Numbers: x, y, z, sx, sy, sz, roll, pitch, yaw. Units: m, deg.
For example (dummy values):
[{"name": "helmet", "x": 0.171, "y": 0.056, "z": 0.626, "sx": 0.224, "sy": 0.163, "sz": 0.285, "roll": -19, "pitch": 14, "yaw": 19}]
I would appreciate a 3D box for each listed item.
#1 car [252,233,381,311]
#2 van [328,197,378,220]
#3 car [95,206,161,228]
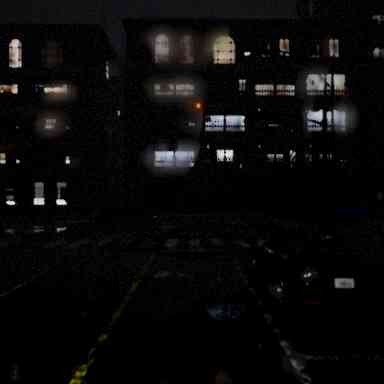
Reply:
[{"name": "car", "x": 2.566, "y": 1.572, "z": 7.675, "sx": 1.947, "sy": 1.339, "sz": 4.313, "roll": 1, "pitch": 0, "yaw": 0}, {"name": "van", "x": 13.054, "y": 1.316, "z": 27.261, "sx": 3.998, "sy": 1.788, "sz": 1.690, "roll": 0, "pitch": 0, "yaw": 0}, {"name": "car", "x": -4.158, "y": 1.603, "z": 21.838, "sx": 4.181, "sy": 1.385, "sz": 1.994, "roll": 0, "pitch": -1, "yaw": 0}]
